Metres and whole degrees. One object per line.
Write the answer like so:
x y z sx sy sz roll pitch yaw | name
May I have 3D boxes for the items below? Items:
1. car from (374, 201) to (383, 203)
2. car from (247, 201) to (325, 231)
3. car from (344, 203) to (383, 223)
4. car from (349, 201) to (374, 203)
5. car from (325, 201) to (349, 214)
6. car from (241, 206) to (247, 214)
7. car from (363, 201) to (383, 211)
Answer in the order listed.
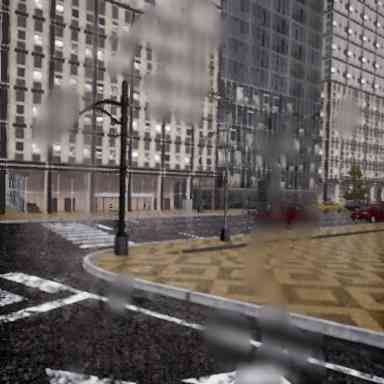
20.610 1.770 32.752 5.009 1.841 2.192 1 2 -34 | car
6.578 1.592 23.145 5.009 1.841 2.192 1 2 -34 | car
15.926 1.940 29.555 4.507 1.381 1.887 1 2 -34 | car
20.834 1.822 42.461 4.313 1.339 1.947 1 2 -34 | car
16.017 1.720 39.161 4.829 1.417 1.752 1 2 -34 | car
6.801 1.628 32.854 4.403 1.369 2.008 1 2 -34 | car
25.511 1.897 45.663 4.206 1.307 1.802 1 2 -34 | car
